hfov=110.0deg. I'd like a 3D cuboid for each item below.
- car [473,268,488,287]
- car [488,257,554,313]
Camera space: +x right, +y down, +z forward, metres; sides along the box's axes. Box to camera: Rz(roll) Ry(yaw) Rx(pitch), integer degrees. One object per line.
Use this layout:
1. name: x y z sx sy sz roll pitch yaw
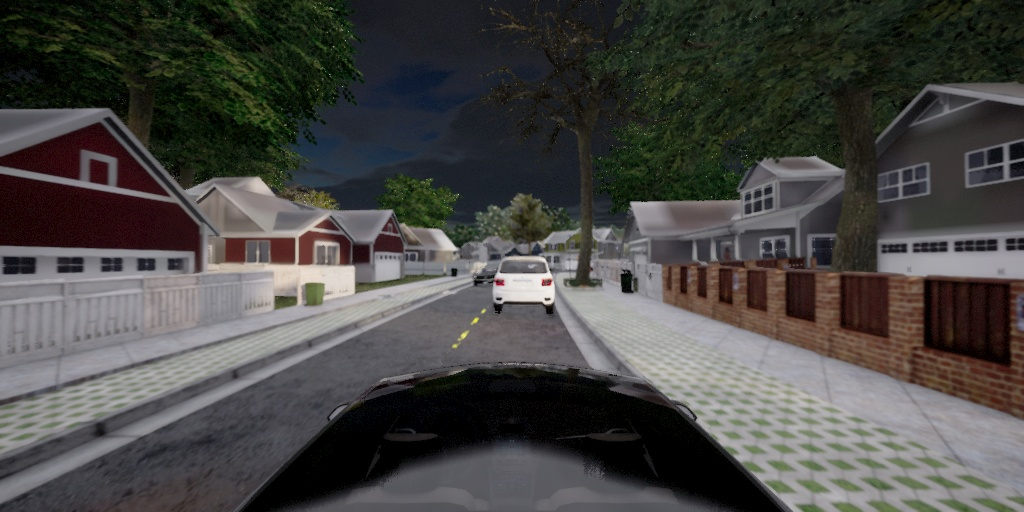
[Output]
1. car: -1.553 1.503 26.136 1.895 1.301 4.718 0 0 6
2. car: 0.517 1.050 14.520 2.150 2.045 5.566 0 0 3
